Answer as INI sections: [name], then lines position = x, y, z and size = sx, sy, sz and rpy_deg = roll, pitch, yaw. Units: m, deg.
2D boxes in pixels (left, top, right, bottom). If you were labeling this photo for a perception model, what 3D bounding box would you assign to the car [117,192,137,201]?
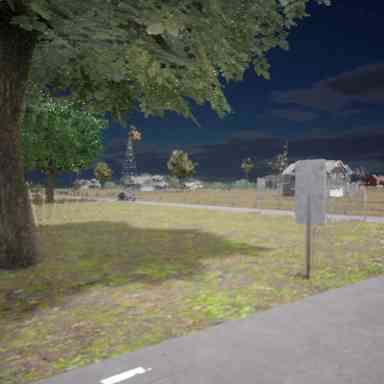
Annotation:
[car]
position = -11.104, 0.809, 56.550
size = 1.837, 1.490, 4.892
rpy_deg = 2, 0, -36
